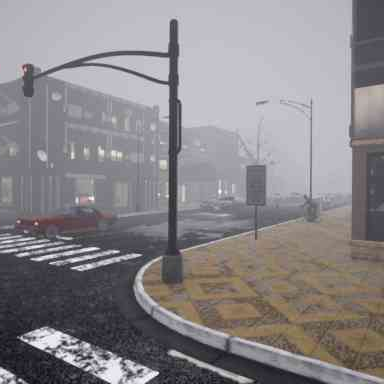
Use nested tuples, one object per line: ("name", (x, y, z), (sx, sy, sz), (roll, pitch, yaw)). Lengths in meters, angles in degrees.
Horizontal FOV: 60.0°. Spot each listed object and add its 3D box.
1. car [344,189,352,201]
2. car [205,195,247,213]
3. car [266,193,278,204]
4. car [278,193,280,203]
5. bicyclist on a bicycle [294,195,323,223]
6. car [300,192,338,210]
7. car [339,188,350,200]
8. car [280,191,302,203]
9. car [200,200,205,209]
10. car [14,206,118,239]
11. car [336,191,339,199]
("car", (25.469, 0.618, 51.649), (1.887, 1.381, 4.507), (2, 2, 35))
("car", (3.374, 1.046, 29.933), (1.812, 1.442, 4.674), (1, 1, 35))
("car", (8.917, 0.821, 42.589), (1.887, 1.381, 4.507), (2, 2, 35))
("car", (12.158, 0.766, 47.209), (1.802, 1.307, 4.206), (2, 2, 35))
("bicyclist on a bicycle", (6.821, 1.003, 19.567), (1.656, 1.620, 0.582), (0, 1, 35))
("car", (12.701, 0.993, 33.035), (2.008, 1.369, 4.403), (2, 2, 35))
("car", (24.271, 0.571, 54.515), (2.033, 1.411, 5.357), (1, 1, 36))
("car", (14.127, 0.691, 45.349), (1.882, 1.535, 5.008), (1, 1, 35))
("car", (2.440, 1.011, 33.345), (2.008, 1.369, 4.403), (2, 2, 35))
("car", (-6.021, 1.392, 16.381), (1.895, 1.301, 4.718), (1, 1, 35))
("car", (18.587, 0.788, 46.281), (1.895, 1.301, 4.718), (1, 1, 35))
